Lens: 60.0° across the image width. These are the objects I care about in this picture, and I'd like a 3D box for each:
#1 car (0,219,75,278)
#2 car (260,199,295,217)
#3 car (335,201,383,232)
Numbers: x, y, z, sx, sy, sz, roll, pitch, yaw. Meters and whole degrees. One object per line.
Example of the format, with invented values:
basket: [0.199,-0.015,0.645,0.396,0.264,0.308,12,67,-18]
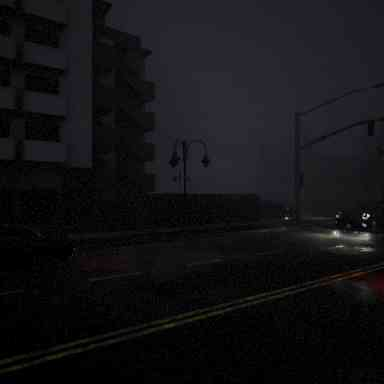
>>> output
car: [-5.609,1.491,8.589,4.902,1.511,2.128,0,0,-35]
car: [7.769,1.476,32.176,1.882,1.535,5.008,0,0,-38]
car: [10.704,1.349,20.168,4.553,1.767,2.097,0,0,-35]
